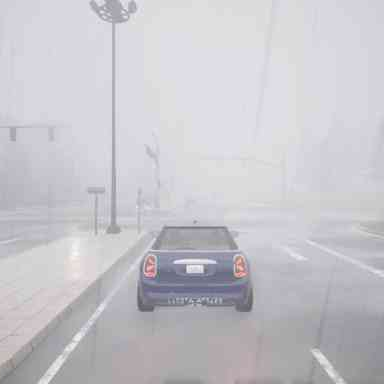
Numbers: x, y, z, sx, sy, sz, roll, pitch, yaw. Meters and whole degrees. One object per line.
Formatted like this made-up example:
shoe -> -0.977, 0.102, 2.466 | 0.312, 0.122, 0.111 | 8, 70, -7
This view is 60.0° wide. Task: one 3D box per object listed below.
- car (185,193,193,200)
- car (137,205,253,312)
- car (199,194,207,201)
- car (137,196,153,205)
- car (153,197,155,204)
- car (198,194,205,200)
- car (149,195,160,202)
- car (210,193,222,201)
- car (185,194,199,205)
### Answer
car -> -0.840, 1.189, 95.559 | 2.150, 2.045, 5.566 | 0, 0, -1
car -> 0.069, 1.352, 7.880 | 2.097, 1.767, 4.553 | 0, 0, 0
car -> 2.828, 1.513, 85.262 | 1.812, 1.442, 4.674 | 0, 0, -1
car -> -8.299, 1.505, 57.040 | 1.837, 1.490, 4.892 | 0, 0, -1
car -> -8.389, 1.505, 66.249 | 1.837, 1.490, 4.892 | 0, 0, 0
car -> 2.660, 1.442, 95.586 | 1.882, 1.535, 5.008 | 0, 0, -1
car -> -8.535, 1.540, 76.687 | 2.033, 1.411, 5.357 | 0, 0, -1
car -> 6.333, 1.215, 84.992 | 2.150, 2.045, 5.566 | 0, 0, -1
car -> -0.176, 1.526, 54.699 | 1.812, 1.442, 4.674 | 0, 0, -1
